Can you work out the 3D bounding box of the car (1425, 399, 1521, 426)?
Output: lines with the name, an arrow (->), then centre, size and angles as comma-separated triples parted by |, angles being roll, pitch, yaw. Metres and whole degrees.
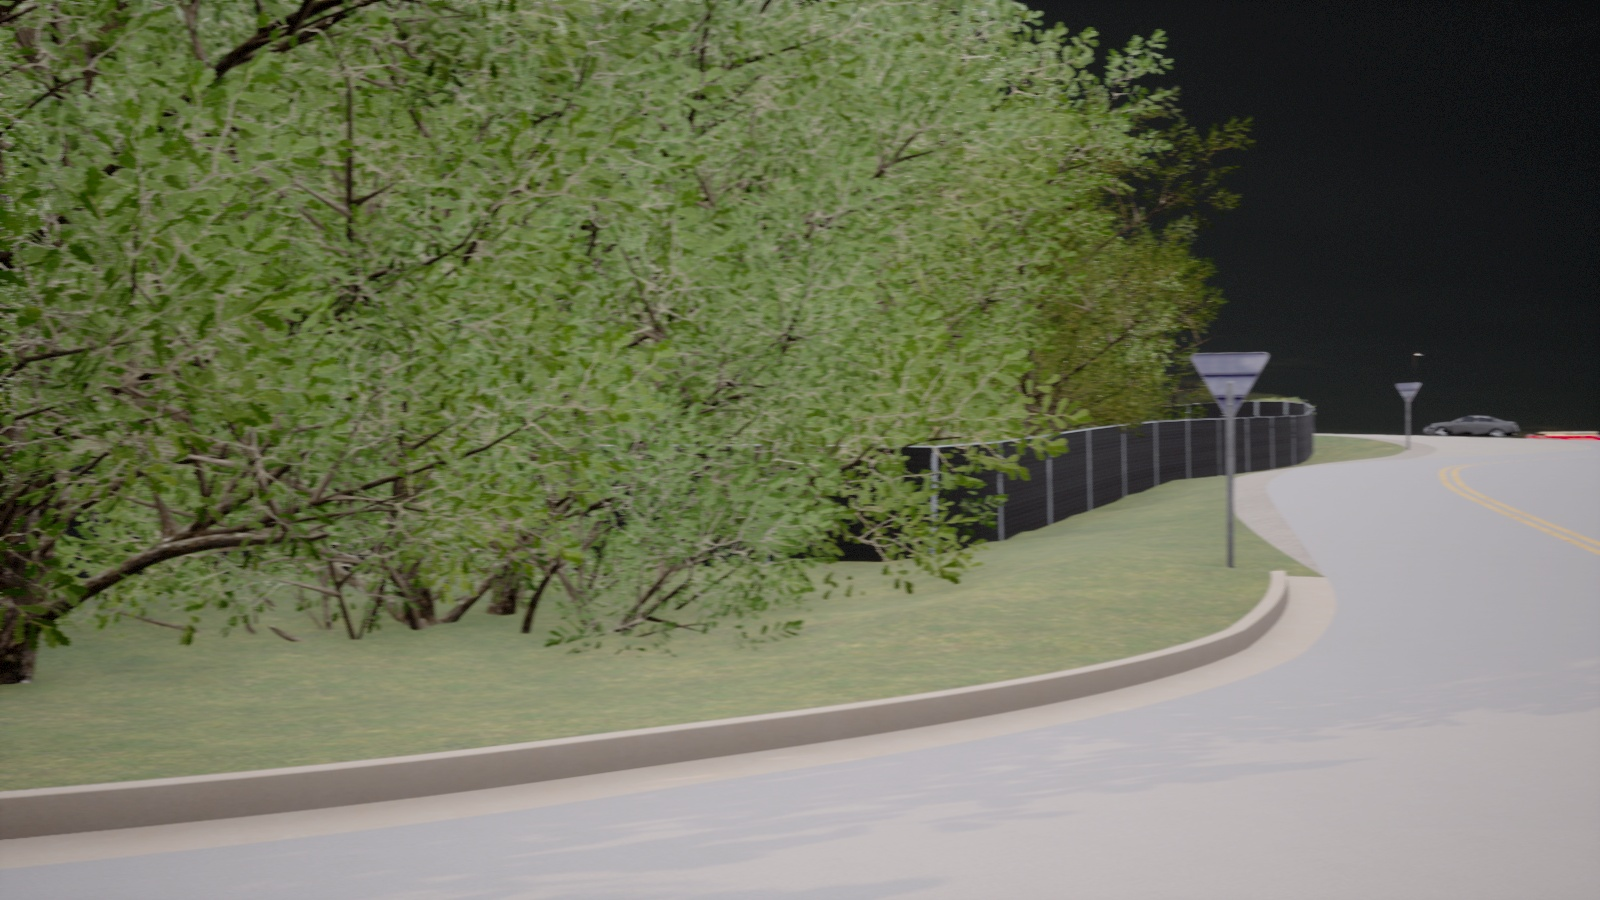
car -> 39.719, -2.193, 74.137 | 4.902, 1.511, 2.128 | 1, 0, 29
